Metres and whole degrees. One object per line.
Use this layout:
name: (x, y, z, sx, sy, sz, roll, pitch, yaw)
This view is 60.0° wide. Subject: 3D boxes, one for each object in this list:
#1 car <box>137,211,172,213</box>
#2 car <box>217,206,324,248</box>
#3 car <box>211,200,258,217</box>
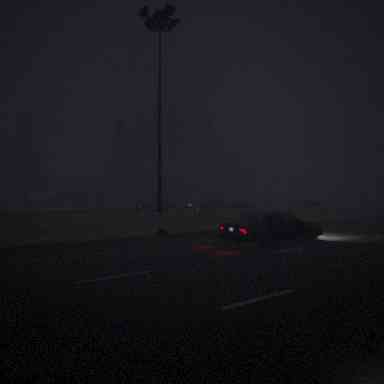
car: (-4.123, 1.520, 35.424, 5.008, 1.535, 1.882, 0, 0, -35)
car: (3.643, 1.576, 14.941, 5.357, 1.411, 2.033, 0, 0, -35)
car: (4.228, 1.580, 32.777, 4.674, 1.442, 1.812, 0, 0, -35)
